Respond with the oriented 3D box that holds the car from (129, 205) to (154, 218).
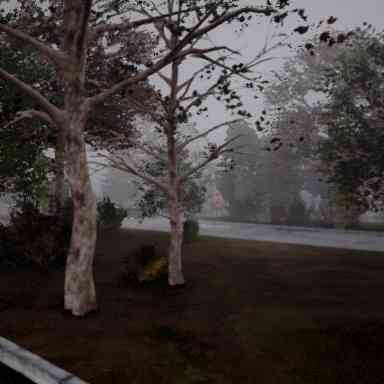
[{"bbox_3d":[-6.270,2.297,39.703,1.812,1.442,4.674,-1,-3,36],"label":"car"}]
